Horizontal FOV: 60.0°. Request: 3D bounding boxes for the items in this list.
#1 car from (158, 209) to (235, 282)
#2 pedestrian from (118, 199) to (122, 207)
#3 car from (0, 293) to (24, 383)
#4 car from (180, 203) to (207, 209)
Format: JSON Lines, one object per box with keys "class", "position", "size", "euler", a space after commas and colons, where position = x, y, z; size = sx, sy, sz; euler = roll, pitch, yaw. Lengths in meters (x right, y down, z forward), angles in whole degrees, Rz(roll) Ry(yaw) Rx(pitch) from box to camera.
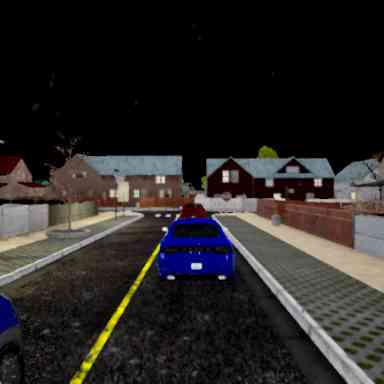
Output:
{"class": "car", "position": [0.096, 1.506, 9.931], "size": [1.882, 1.535, 5.008], "euler": [0, 0, 0]}
{"class": "pedestrian", "position": [-9.364, 1.177, 43.546], "size": [0.375, 1.860, 0.375], "euler": [0, -1, 1]}
{"class": "car", "position": [-2.850, 1.357, 1.660], "size": [2.097, 1.767, 4.553], "euler": [0, 0, 0]}
{"class": "car", "position": [0.093, 1.549, 25.164], "size": [1.882, 1.535, 5.008], "euler": [0, 0, 0]}
